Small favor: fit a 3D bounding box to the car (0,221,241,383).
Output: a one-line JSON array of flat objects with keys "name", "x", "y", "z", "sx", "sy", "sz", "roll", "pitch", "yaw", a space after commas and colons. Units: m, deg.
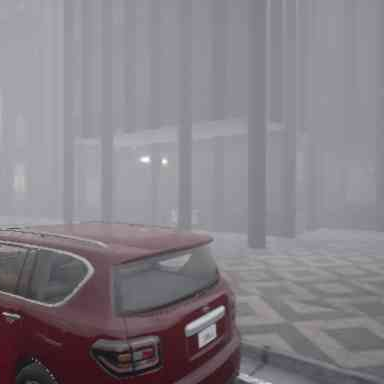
[{"name": "car", "x": -1.813, "y": 1.312, "z": 4.251, "sx": 5.009, "sy": 1.841, "sz": 2.192, "roll": 0, "pitch": 0, "yaw": 35}]
